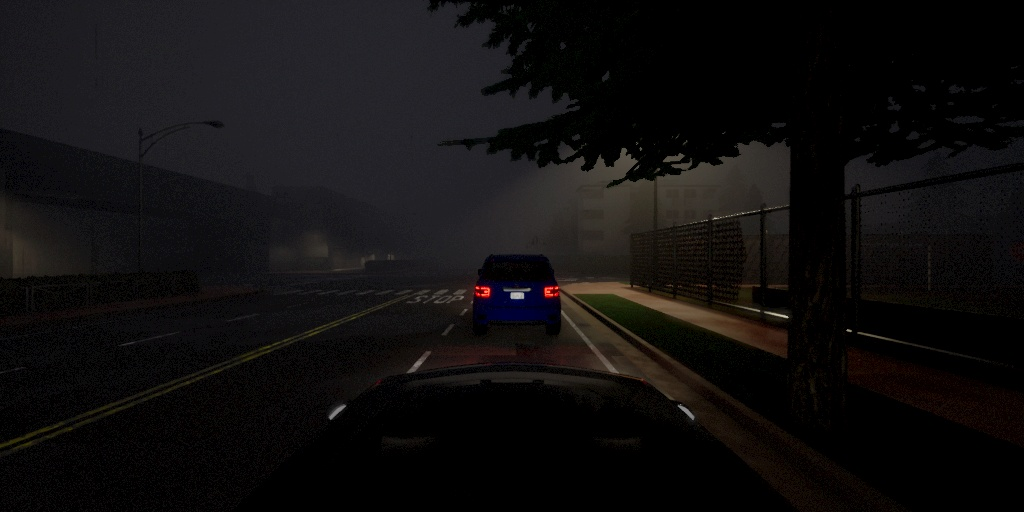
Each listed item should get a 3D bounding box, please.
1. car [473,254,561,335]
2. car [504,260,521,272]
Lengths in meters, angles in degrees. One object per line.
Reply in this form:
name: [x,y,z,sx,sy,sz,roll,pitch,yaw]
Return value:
car: [0.125,0.974,10.637,2.150,2.045,5.566,0,0,0]
car: [0.070,1.256,46.378,2.128,1.511,4.902,0,0,-1]
